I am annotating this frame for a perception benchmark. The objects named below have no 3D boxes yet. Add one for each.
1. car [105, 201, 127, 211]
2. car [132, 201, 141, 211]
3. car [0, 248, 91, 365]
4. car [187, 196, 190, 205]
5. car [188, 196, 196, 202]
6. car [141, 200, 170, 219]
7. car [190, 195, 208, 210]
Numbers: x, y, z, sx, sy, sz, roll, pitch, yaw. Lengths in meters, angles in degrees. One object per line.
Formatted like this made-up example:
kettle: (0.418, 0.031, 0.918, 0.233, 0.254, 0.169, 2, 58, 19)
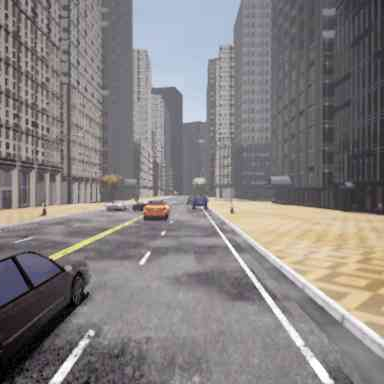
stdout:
car: (-9.829, 1.795, 43.402, 1.895, 1.301, 4.718, 0, 0, 0)
car: (-6.582, 1.794, 43.405, 1.895, 1.301, 4.718, 0, 0, 0)
car: (-3.150, 1.570, 4.943, 2.033, 1.411, 5.357, 0, 0, 0)
car: (-0.004, 1.614, 67.086, 2.097, 1.767, 4.553, 0, 0, 0)
car: (-0.005, 1.714, 84.047, 2.128, 1.511, 4.902, 0, 0, 0)
car: (-3.153, 1.489, 30.827, 2.097, 1.767, 4.553, 0, 0, 0)
car: (1.135, 1.437, 47.856, 2.150, 2.045, 5.566, 0, 0, 0)
